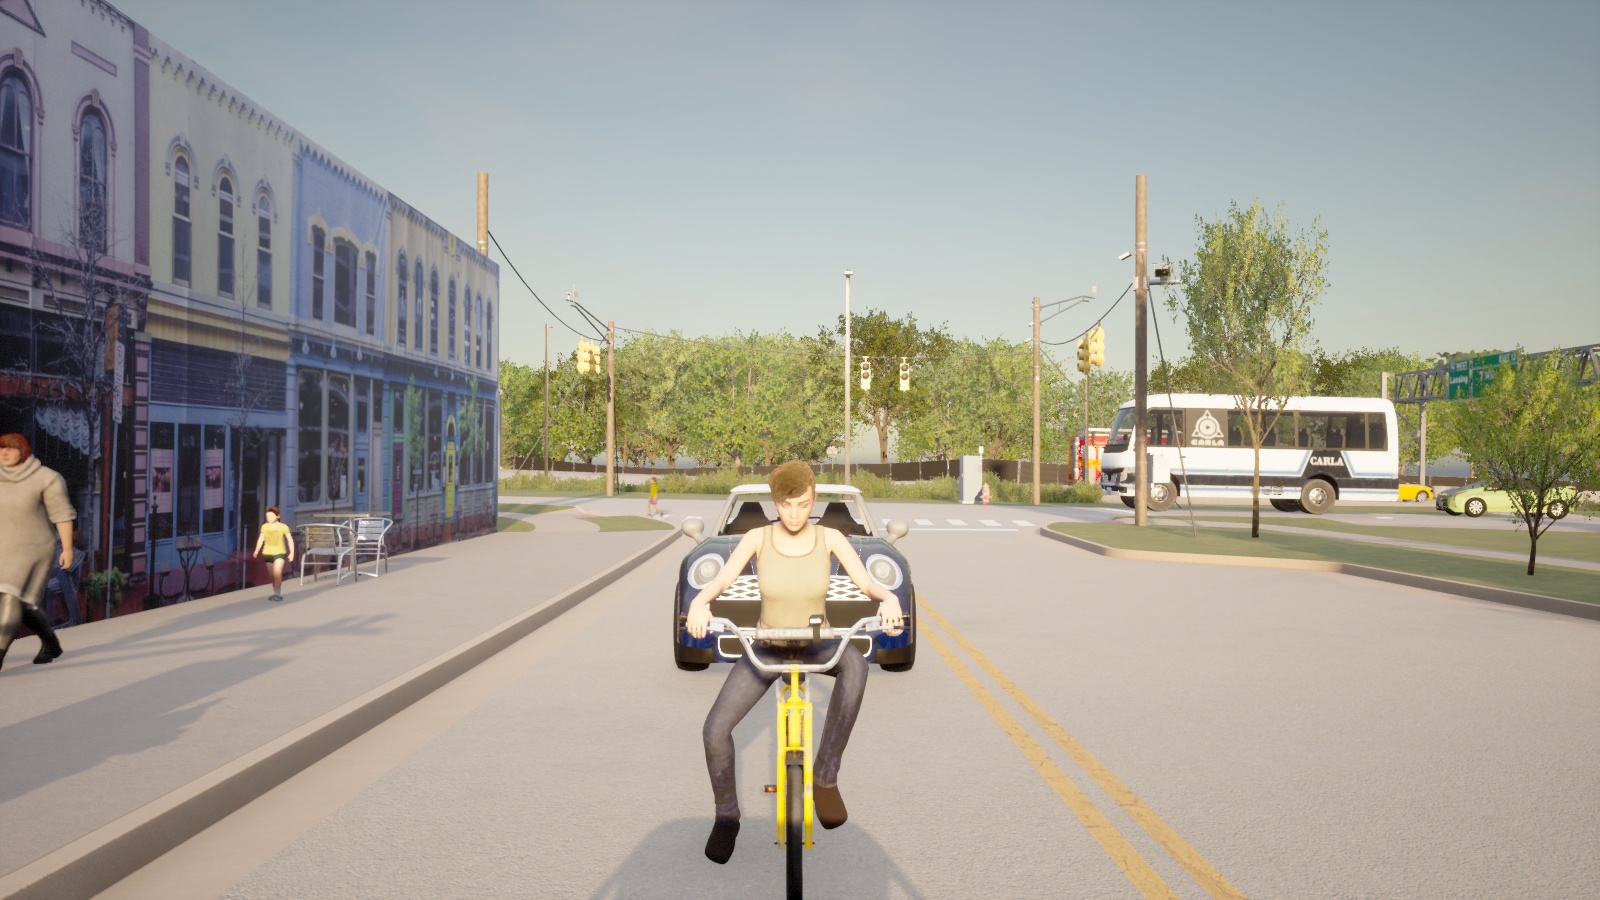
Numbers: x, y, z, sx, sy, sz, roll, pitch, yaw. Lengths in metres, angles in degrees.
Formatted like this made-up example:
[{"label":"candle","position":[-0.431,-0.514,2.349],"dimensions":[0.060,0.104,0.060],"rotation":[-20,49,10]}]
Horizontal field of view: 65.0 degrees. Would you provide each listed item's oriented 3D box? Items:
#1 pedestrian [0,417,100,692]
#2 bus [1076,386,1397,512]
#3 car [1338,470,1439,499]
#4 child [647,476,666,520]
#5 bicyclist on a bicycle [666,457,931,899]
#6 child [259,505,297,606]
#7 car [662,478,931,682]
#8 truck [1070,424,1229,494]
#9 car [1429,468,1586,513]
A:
[{"label":"pedestrian","position":[-5.802,0.745,9.348],"dimensions":[0.659,1.952,0.873],"rotation":[0,-1,3]},{"label":"bus","position":[15.633,0.002,45.704],"dimensions":[10.273,4.253,3.944],"rotation":[1,-1,-1]},{"label":"car","position":[34.434,1.997,73.519],"dimensions":[5.008,1.535,1.882],"rotation":[1,-1,0]},{"label":"child","position":[-3.827,1.269,33.434],"dimensions":[0.473,1.160,0.299],"rotation":[0,-1,0]},{"label":"bicyclist on a bicycle","position":[-0.017,0.844,4.879],"dimensions":[0.866,1.612,1.509],"rotation":[0,-1,-1]},{"label":"child","position":[-5.897,1.186,14.193],"dimensions":[0.255,1.110,0.394],"rotation":[0,-1,4]},{"label":"car","position":[-0.034,0.998,11.131],"dimensions":[1.970,1.475,3.806],"rotation":[0,-1,0]},{"label":"truck","position":[20.363,0.557,73.479],"dimensions":[8.468,3.827,2.891],"rotation":[1,-1,0]},{"label":"car","position":[25.608,1.455,45.581],"dimensions":[4.514,1.525,2.007],"rotation":[1,-1,5]}]
